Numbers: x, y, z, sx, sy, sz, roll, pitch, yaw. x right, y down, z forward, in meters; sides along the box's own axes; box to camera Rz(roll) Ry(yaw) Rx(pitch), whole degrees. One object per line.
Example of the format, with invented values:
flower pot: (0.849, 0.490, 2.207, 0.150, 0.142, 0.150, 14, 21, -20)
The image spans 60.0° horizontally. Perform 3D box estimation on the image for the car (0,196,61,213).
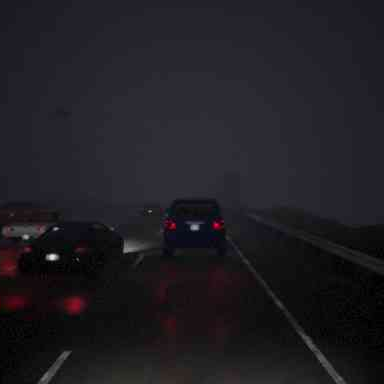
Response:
car: (-10.400, 1.334, 21.351, 2.097, 1.767, 4.553, 0, 0, 0)

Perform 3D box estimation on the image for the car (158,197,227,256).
car: (0.111, 1.211, 13.195, 2.150, 2.045, 5.566, 0, 0, 0)

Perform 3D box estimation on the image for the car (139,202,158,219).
car: (-3.401, 1.540, 29.010, 1.994, 1.385, 4.181, 0, 0, 0)

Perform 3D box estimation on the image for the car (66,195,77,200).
car: (-24.486, 1.540, 65.854, 1.895, 1.301, 4.718, 0, 0, 0)

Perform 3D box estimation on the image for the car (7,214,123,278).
car: (-3.400, 1.555, 10.111, 1.994, 1.385, 4.181, 0, 0, 0)

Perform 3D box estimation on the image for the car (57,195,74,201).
car: (-31.174, 1.448, 82.356, 2.033, 1.411, 5.357, 0, 0, 1)

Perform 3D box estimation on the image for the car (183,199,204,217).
car: (0.099, 1.479, 31.668, 1.837, 1.490, 4.892, 0, 0, 0)

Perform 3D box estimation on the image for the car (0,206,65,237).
car: (-6.902, 1.587, 16.053, 1.895, 1.301, 4.718, 0, 0, 0)

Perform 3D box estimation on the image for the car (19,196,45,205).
car: (-28.013, 1.497, 58.473, 2.033, 1.411, 5.357, 0, 0, 0)

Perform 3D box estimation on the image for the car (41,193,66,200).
car: (-21.067, 1.178, 48.917, 2.150, 2.045, 5.566, 0, 0, 1)
